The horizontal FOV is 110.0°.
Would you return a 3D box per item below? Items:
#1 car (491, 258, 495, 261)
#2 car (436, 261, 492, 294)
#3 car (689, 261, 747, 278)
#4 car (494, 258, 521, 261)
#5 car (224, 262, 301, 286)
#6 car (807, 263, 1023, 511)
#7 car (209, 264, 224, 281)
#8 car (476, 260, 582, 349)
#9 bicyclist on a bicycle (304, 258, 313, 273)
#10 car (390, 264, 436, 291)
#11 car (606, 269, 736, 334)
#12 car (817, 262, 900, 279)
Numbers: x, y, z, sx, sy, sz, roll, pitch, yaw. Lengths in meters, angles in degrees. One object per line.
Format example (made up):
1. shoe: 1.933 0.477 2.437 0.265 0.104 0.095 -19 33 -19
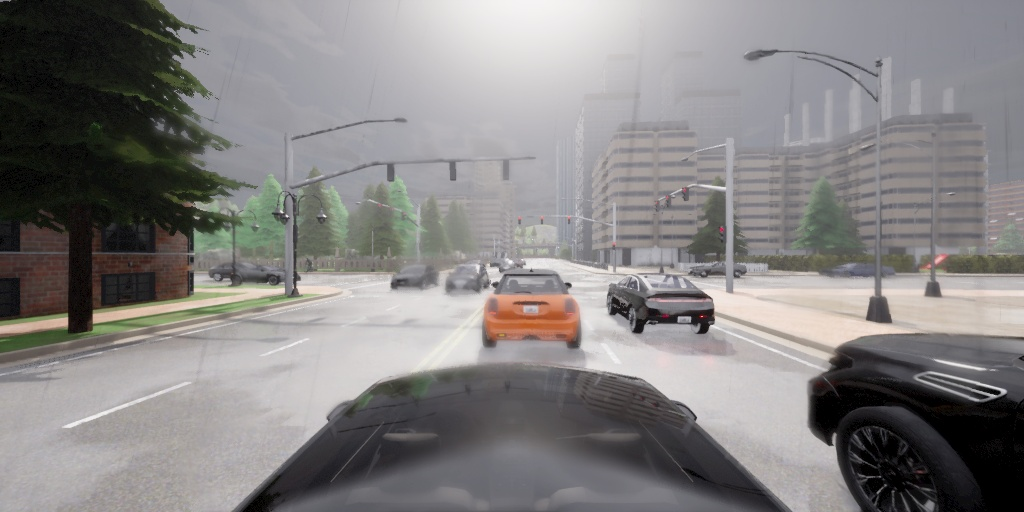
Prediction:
1. car: -2.562 1.102 60.943 2.097 1.767 4.553 0 0 4
2. car: -2.438 1.241 20.365 2.128 1.511 4.902 0 0 4
3. car: 19.004 1.241 33.271 4.902 1.511 2.128 0 0 4
4. car: -0.456 1.241 41.980 2.128 1.511 4.902 0 0 4
5. car: -17.216 1.314 25.156 4.181 1.385 1.994 0 0 4
6. car: 3.709 0.971 0.777 2.150 2.045 5.566 0 0 0
7. car: -21.704 1.255 28.993 4.892 1.490 1.837 0 0 4
8. car: 0.518 1.102 9.387 2.097 1.767 4.553 0 0 3
9. bicyclist on a bicycle: -22.756 1.051 40.073 0.582 1.620 1.656 0 0 4
10. car: -5.826 1.255 22.147 1.837 1.490 4.892 0 0 4
11. car: 4.093 1.241 10.614 2.128 1.511 4.902 0 0 4
12. car: 31.175 1.298 32.393 5.357 1.411 2.033 0 0 4
